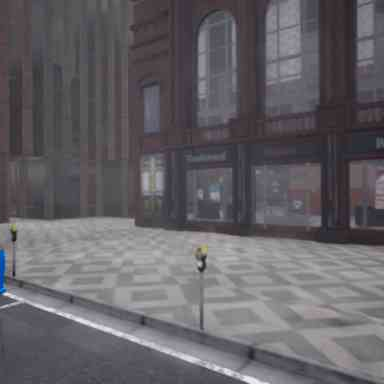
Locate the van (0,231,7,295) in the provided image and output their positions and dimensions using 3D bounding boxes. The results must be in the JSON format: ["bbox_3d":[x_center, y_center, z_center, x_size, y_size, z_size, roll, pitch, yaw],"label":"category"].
[{"bbox_3d":[-5.501,1.381,6.886,3.998,1.788,1.690,0,0,35],"label":"van"}]
